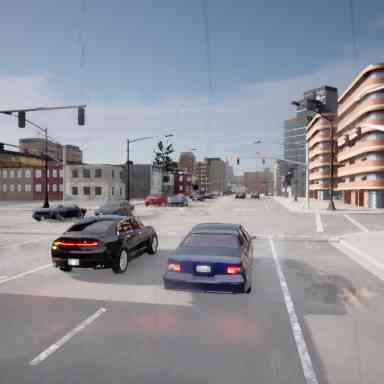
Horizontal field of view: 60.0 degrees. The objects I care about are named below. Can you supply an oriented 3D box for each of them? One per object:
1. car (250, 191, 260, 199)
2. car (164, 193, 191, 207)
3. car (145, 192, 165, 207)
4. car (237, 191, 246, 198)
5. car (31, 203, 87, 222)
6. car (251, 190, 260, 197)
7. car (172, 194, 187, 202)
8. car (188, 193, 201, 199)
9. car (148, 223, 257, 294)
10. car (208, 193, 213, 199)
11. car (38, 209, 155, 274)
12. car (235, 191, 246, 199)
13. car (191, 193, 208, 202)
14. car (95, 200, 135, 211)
[{"bbox_3d":[14.335,0.881,75.441,2.128,1.511,4.902,0,1,11],"label":"car"},{"bbox_3d":[-1.951,1.224,47.487,2.097,1.767,4.553,0,1,11],"label":"car"},{"bbox_3d":[-5.159,1.079,49.359,2.150,2.045,5.566,0,1,11],"label":"car"},{"bbox_3d":[12.981,0.552,86.719,2.097,1.767,4.553,0,1,11],"label":"car"},{"bbox_3d":[-10.266,1.585,26.050,1.895,1.301,4.718,-1,0,13],"label":"car"},{"bbox_3d":[16.337,0.464,85.645,2.097,1.767,4.553,0,1,11],"label":"car"},{"bbox_3d":[-2.354,1.158,63.374,1.812,1.442,4.674,0,1,12],"label":"car"},{"bbox_3d":[0.651,0.884,78.413,2.033,1.411,5.357,0,1,11],"label":"car"},{"bbox_3d":[0.707,1.547,8.957,2.033,1.411,5.357,0,0,11],"label":"car"},{"bbox_3d":[3.721,0.932,75.878,2.033,1.411,5.357,0,1,11],"label":"car"},{"bbox_3d":[-2.511,1.505,10.700,1.837,1.490,4.892,0,0,11],"label":"car"},{"bbox_3d":[11.087,0.902,77.067,1.994,1.385,4.181,0,1,11],"label":"car"},{"bbox_3d":[1.162,1.117,63.129,2.128,1.511,4.902,0,1,12],"label":"car"},{"bbox_3d":[-6.315,1.477,27.566,1.837,1.490,4.892,0,0,14],"label":"car"}]
